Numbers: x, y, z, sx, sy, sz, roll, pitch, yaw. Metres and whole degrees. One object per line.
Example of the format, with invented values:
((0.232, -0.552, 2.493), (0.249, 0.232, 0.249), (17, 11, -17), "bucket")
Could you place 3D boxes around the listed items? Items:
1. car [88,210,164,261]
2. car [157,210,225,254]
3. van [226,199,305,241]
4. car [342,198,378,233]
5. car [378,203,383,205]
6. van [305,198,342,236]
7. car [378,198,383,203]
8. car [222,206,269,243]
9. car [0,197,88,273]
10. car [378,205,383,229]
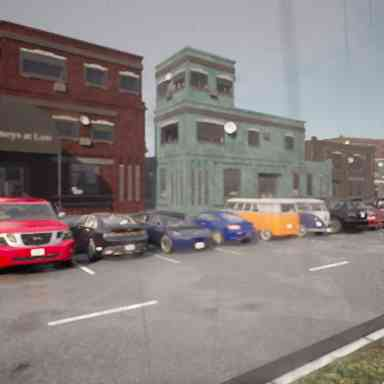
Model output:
((-3.371, 1.502, 12.570), (2.231, 1.521, 4.892), (1, 0, -35), "car")
((-1.093, 1.556, 14.160), (2.163, 1.488, 4.792), (1, 0, -35), "car")
((3.355, 1.356, 17.501), (1.878, 1.987, 4.442), (1, 0, -35), "van")
((7.936, 1.390, 20.648), (2.435, 2.045, 5.566), (1, 0, -35), "car")
((12.429, 1.744, 23.803), (2.002, 1.452, 4.674), (1, 0, -35), "car")
((5.754, 1.384, 18.919), (1.878, 1.987, 4.442), (1, 0, -35), "van")
((14.663, 1.486, 25.359), (2.435, 2.045, 5.566), (1, 0, -35), "car")
((1.054, 1.592, 15.719), (2.002, 1.452, 4.674), (1, 0, -35), "car")
((-5.623, 1.225, 10.942), (2.435, 2.045, 5.566), (1, 0, -35), "car")
((10.217, 1.712, 22.231), (2.002, 1.452, 4.674), (1, 0, -35), "car")
